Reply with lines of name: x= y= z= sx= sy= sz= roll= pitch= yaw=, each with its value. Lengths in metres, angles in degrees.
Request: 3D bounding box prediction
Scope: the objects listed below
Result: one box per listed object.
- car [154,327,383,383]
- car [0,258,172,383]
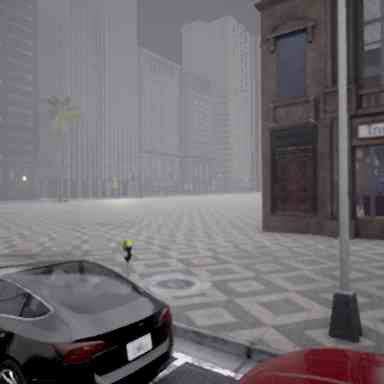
car: x=2.176 y=1.535 z=1.410 sx=4.507 sy=1.381 sz=1.887 roll=-1 pitch=0 yaw=36
car: x=-2.216 y=1.605 z=4.551 sx=4.313 sy=1.339 sz=1.947 roll=-1 pitch=0 yaw=36
